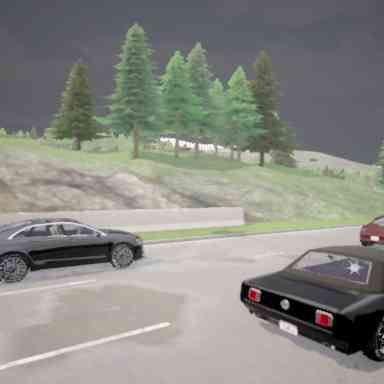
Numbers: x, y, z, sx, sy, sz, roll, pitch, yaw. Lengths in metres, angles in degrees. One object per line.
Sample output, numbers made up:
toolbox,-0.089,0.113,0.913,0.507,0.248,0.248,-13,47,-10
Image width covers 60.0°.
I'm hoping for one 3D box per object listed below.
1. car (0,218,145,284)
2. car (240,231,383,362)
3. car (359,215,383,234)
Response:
car,-3.752,1.510,9.648,4.902,1.511,2.128,0,0,-35
car,3.190,1.645,5.967,4.718,1.301,1.895,1,0,-35
car,8.963,1.638,14.092,4.674,1.442,1.812,0,0,-34
